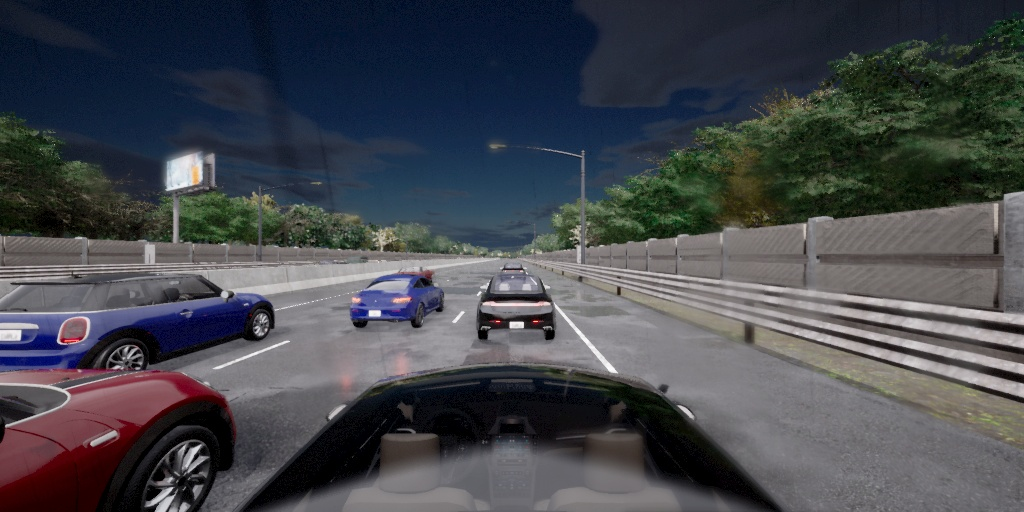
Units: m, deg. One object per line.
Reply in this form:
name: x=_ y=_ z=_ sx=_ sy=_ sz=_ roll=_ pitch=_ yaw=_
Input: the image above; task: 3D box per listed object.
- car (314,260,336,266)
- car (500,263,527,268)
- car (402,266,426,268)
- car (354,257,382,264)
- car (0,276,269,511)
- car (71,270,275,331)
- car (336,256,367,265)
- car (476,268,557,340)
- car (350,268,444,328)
car: x=-24.589 y=1.315 z=47.965 sx=2.128 sy=1.511 sz=4.902 roll=0 pitch=0 yaw=0
car: x=0.094 y=1.264 z=27.217 sx=2.128 sy=1.511 sz=4.902 roll=0 pitch=0 yaw=0
car: x=-6.905 y=1.371 z=25.639 sx=1.895 sy=1.301 sz=4.718 roll=0 pitch=0 yaw=1
car: x=-17.594 y=1.293 z=45.237 sx=1.882 sy=1.535 sz=5.008 roll=0 pitch=0 yaw=0
car: x=-3.405 y=1.102 z=1.177 sx=2.097 sy=1.767 sz=4.553 roll=0 pitch=0 yaw=0
car: x=-6.896 y=1.104 z=7.022 sx=2.097 sy=1.767 sz=4.553 roll=0 pitch=0 yaw=-1
car: x=-21.091 y=1.046 z=48.545 sx=2.150 sy=2.045 sz=5.566 roll=0 pitch=0 yaw=0
car: x=0.100 y=1.244 z=9.978 sx=2.128 sy=1.511 sz=4.902 roll=0 pitch=0 yaw=0
car: x=-3.405 y=1.280 z=11.295 sx=1.812 sy=1.442 sz=4.674 roll=0 pitch=0 yaw=1
